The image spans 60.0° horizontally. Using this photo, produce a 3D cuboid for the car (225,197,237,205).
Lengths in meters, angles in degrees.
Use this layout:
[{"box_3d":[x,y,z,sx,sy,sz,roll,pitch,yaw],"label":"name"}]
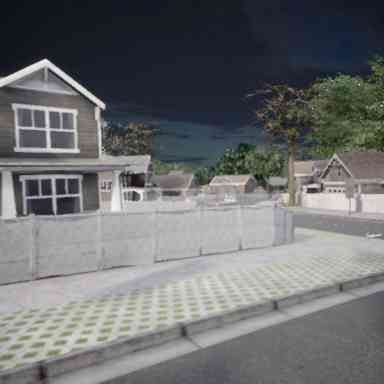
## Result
[{"box_3d":[6.838,1.528,57.725,1.812,1.442,4.674,-2,0,10],"label":"car"}]
